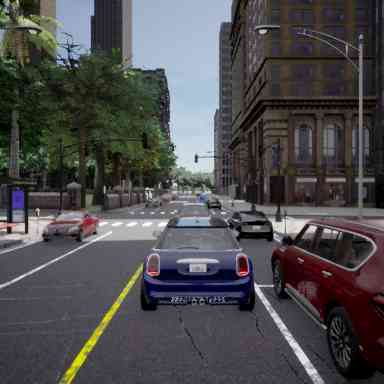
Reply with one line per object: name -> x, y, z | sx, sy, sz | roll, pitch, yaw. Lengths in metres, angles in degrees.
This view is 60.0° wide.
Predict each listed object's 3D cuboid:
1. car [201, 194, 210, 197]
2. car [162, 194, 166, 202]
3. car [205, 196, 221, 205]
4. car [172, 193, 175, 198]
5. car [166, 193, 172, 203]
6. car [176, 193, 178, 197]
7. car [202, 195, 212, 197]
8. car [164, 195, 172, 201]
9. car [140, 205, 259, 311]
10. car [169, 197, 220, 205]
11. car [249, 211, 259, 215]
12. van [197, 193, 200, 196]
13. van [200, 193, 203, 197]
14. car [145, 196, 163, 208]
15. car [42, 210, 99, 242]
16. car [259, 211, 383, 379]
car -> 2.765, 1.499, 53.737 | 1.752, 1.417, 4.829 | 0, 0, 0
car -> -5.760, 1.414, 53.587 | 1.967, 1.590, 4.097 | 0, 0, 0
car -> 2.764, 1.548, 42.726 | 1.947, 1.339, 4.313 | 0, 0, 0
car -> -5.758, 1.265, 75.269 | 2.192, 1.841, 5.009 | 0, 0, 0
car -> -5.758, 1.397, 69.849 | 1.967, 1.590, 4.097 | 0, 0, 0
car -> -5.756, 1.240, 91.530 | 2.192, 1.841, 5.009 | 0, 0, 0
car -> 2.765, 1.544, 48.147 | 1.947, 1.339, 4.313 | 0, 0, 0
car -> -5.757, 1.467, 80.520 | 1.752, 1.417, 4.829 | 0, 0, 0
car -> 0.104, 1.351, 7.939 | 2.097, 1.767, 4.553 | 0, 0, 0
car -> 0.103, 1.348, 17.473 | 2.097, 1.767, 4.553 | 0, 0, 0
car -> 2.761, 1.562, 16.290 | 1.947, 1.339, 4.313 | 0, 0, 0
van -> 2.768, 1.283, 80.669 | 1.690, 1.788, 3.998 | 0, 0, 0
van -> 2.765, 1.310, 58.987 | 1.690, 1.788, 3.998 | 0, 0, 0
car -> -5.761, 1.529, 48.168 | 2.008, 1.369, 4.403 | 0, 0, 0
car -> -5.764, 1.578, 16.308 | 1.802, 1.307, 4.206 | 0, 0, 0
car -> 2.759, 1.314, 5.439 | 2.192, 1.841, 5.009 | 0, 0, 0
